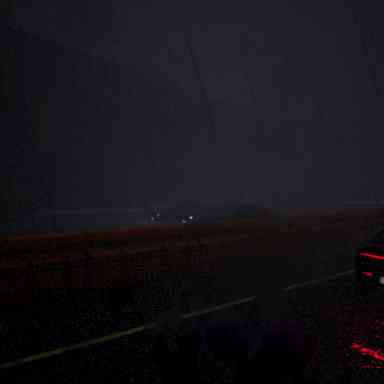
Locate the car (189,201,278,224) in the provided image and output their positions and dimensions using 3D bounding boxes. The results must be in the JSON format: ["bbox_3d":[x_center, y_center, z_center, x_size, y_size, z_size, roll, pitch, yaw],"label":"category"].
[{"bbox_3d":[2.581,1.377,18.418,5.008,1.535,1.882,-1,0,-33],"label":"car"}]

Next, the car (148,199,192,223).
[{"bbox_3d":[-0.546,1.438,24.774,5.357,1.411,2.033,-1,0,-33],"label":"car"}]

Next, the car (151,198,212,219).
[{"bbox_3d":[-0.847,1.352,28.679,5.008,1.535,1.882,-1,0,-32],"label":"car"}]

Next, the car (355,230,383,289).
[{"bbox_3d":[5.749,1.434,7.728,4.892,1.490,1.837,-1,0,-34],"label":"car"}]

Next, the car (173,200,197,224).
[{"bbox_3d":[1.711,1.436,22.082,5.357,1.411,2.033,-1,0,-33],"label":"car"}]
